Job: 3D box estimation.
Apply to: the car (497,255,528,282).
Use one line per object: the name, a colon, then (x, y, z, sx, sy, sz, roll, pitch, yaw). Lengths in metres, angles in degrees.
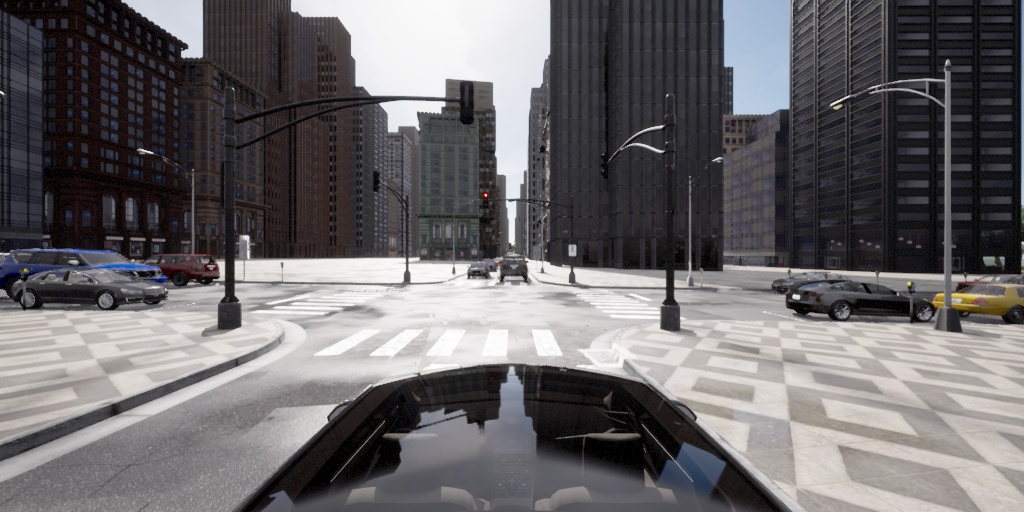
car: (0.158, 0.969, 29.382, 2.150, 2.045, 5.566, 0, 0, 0)

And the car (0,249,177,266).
car: (-18.331, 0.734, 15.425, 5.566, 2.045, 2.150, 1, 0, 0)

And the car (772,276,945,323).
car: (12.150, 1.523, 12.696, 4.313, 1.339, 1.948, 0, 0, 0)

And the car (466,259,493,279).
car: (-3.035, 1.253, 33.250, 1.837, 1.490, 4.892, 0, 0, 0)

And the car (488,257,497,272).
car: (-3.006, 1.100, 44.592, 2.097, 1.767, 4.553, 0, 0, 0)

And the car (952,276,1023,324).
car: (17.962, 1.570, 12.683, 4.829, 1.417, 1.751, 0, 0, 0)

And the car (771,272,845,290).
car: (17.820, 1.590, 21.208, 4.403, 1.370, 2.007, 0, 0, 0)

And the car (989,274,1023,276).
car: (29.106, 1.765, 21.183, 4.507, 1.381, 1.888, 0, 0, 0)

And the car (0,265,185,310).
car: (-14.758, 1.116, 12.661, 4.403, 1.370, 2.007, 0, 0, 0)

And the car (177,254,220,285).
car: (-20.187, 0.798, 21.199, 5.009, 1.841, 2.192, 0, 0, 0)
